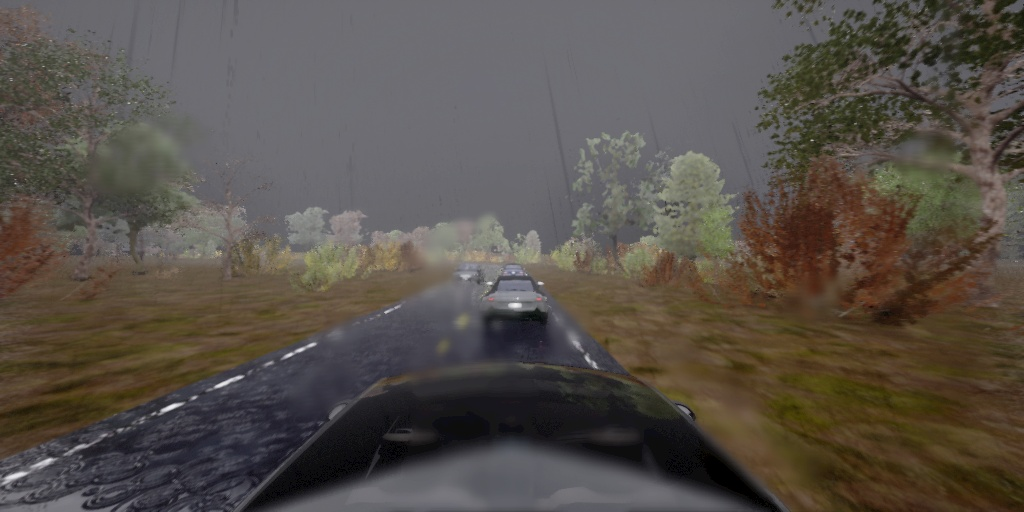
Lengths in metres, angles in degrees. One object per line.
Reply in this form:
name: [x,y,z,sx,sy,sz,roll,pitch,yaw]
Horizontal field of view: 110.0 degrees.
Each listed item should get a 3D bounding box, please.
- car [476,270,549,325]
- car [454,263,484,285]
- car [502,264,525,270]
car: [0.105,1.324,11.820,1.994,1.385,4.181,0,0,0]
car: [-3.053,1.268,26.339,2.128,1.511,4.902,0,0,0]
car: [0.108,1.326,29.710,2.033,1.411,5.357,0,0,0]
